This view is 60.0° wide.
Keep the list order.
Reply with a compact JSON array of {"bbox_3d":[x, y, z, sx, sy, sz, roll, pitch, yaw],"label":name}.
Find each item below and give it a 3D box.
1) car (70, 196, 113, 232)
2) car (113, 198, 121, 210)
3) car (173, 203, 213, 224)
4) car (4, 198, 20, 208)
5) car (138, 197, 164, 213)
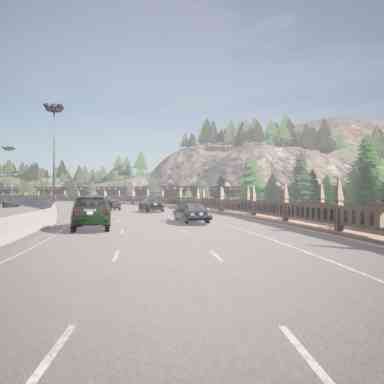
[{"bbox_3d":[-6.131,1.242,20.519,2.150,2.045,5.566,0,0,-14],"label":"car"},{"bbox_3d":[-10.399,1.560,42.623,2.128,1.511,4.902,0,0,-25],"label":"car"},{"bbox_3d":[-0.050,1.560,25.036,2.033,1.411,5.357,0,0,-15],"label":"car"},{"bbox_3d":[-27.417,1.673,50.564,1.837,1.490,4.892,0,0,-35],"label":"car"},{"bbox_3d":[-4.852,1.395,38.752,2.097,1.767,4.553,0,0,-22],"label":"car"}]
